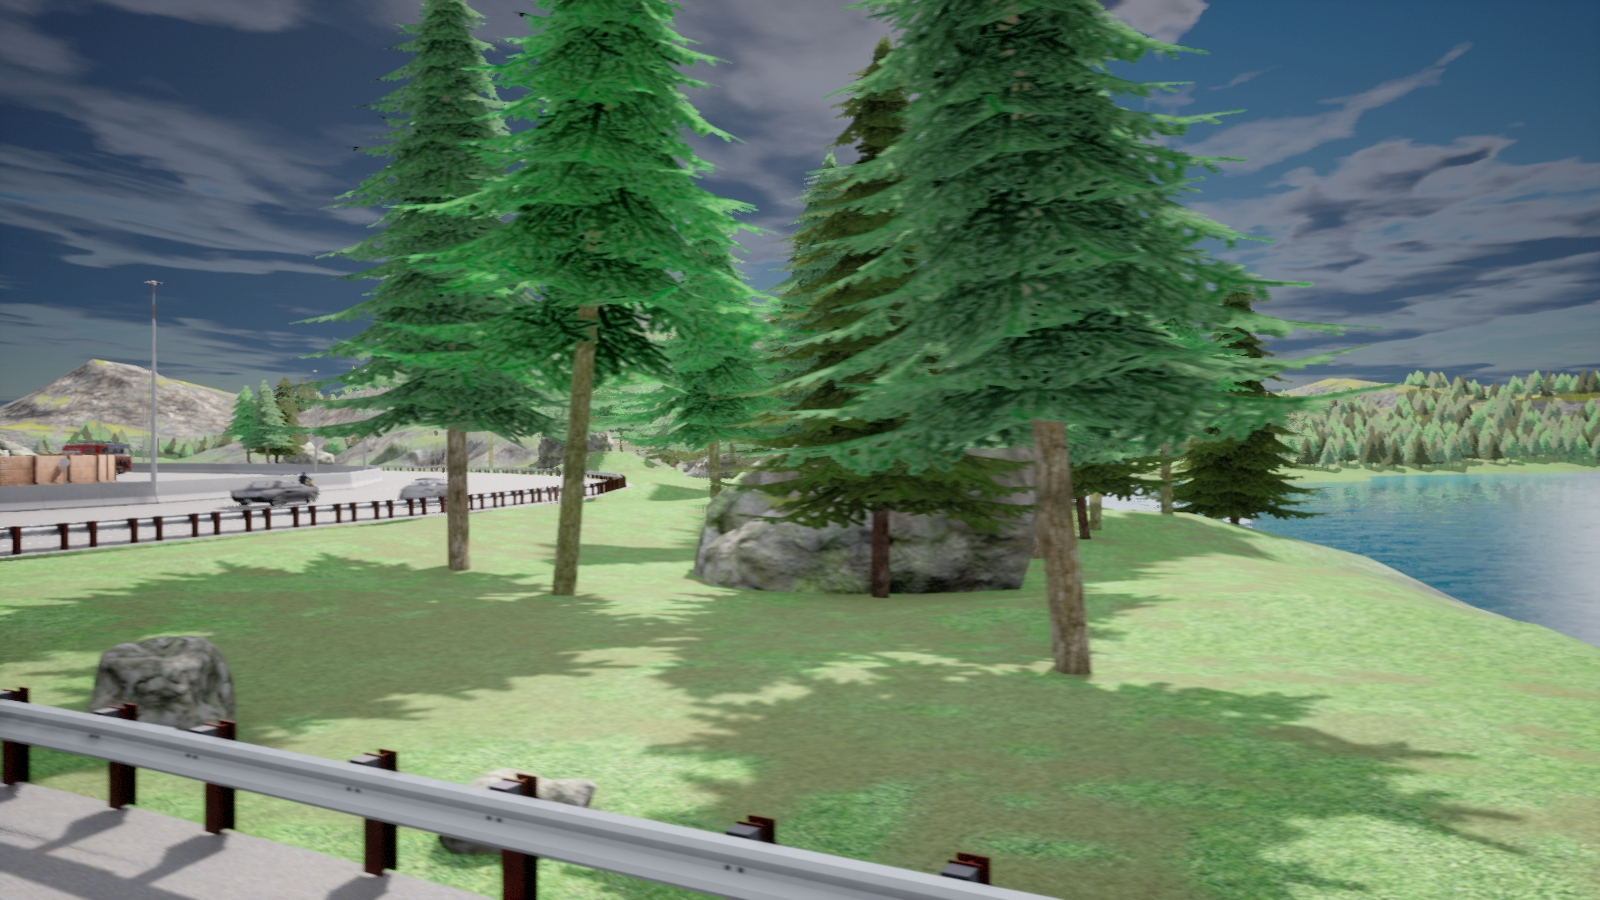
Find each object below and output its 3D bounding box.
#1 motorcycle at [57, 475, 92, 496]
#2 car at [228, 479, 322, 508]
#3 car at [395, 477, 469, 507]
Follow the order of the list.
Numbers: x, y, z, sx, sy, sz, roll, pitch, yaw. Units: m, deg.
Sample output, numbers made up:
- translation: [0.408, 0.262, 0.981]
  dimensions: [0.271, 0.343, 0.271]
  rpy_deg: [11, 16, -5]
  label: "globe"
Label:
- translation: [-44.913, 2.192, 70.782]
  dimensions: [0.856, 1.236, 1.805]
  rpy_deg: [-3, 0, 4]
  label: "motorcycle"
- translation: [-26.306, 2.161, 57.432]
  dimensions: [1.895, 1.301, 4.718]
  rpy_deg: [0, 0, 11]
  label: "car"
- translation: [-18.955, 2.123, 58.998]
  dimensions: [1.994, 1.385, 4.181]
  rpy_deg: [0, 0, 9]
  label: "car"
